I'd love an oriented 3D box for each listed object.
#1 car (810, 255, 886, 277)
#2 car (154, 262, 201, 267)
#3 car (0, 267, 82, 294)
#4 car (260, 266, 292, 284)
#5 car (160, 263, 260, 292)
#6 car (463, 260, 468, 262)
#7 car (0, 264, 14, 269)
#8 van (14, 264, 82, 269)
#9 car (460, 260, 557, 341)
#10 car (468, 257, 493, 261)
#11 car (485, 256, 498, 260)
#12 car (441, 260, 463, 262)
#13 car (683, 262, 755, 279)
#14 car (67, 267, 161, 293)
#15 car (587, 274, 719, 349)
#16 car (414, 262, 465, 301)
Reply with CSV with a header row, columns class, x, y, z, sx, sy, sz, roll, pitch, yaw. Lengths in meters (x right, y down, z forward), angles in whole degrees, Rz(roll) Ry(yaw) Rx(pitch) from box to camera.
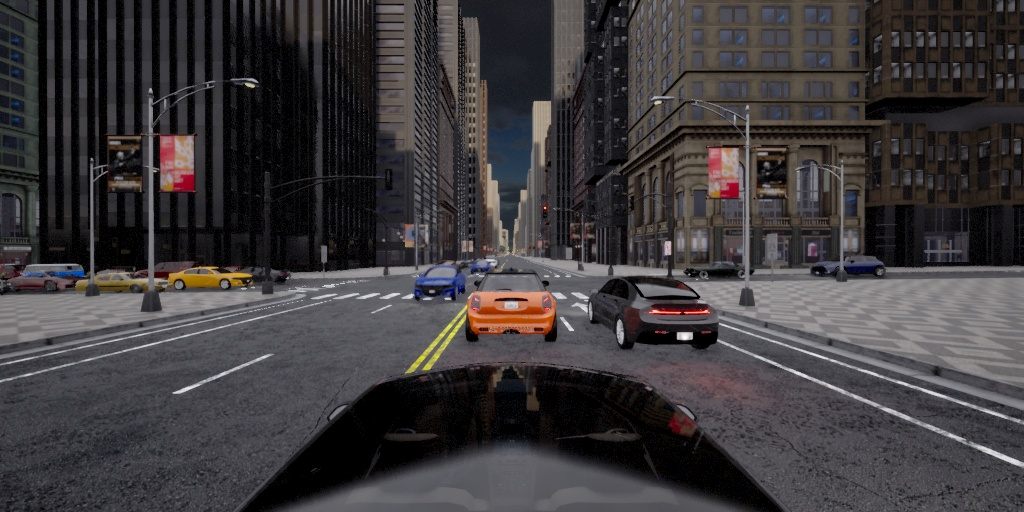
class,x,y,z,sx,sy,sz,roll,pitch,yaw
car,26.192,0.717,28.097,4.553,1.767,2.097,-1,0,0
car,-29.133,1.418,30.715,5.009,1.841,2.192,0,0,0
car,-31.913,1.730,24.841,4.181,1.385,1.994,-1,0,0
car,-19.899,1.498,27.949,4.892,1.490,1.837,0,1,0
car,-20.785,1.491,24.843,5.008,1.535,1.882,-1,0,0
car,-6.726,1.289,53.811,1.994,1.385,4.181,0,0,0
car,-44.394,1.625,30.727,5.009,1.841,2.192,0,0,0
van,-39.307,1.582,30.723,3.998,1.789,1.690,0,0,0
car,-0.008,1.101,10.003,2.097,1.767,4.553,0,0,0
car,-3.447,1.214,39.950,1.882,1.535,5.008,0,0,0
car,-3.481,0.945,56.366,2.150,2.045,5.566,0,0,0
car,-6.889,1.216,38.125,1.882,1.535,5.008,0,0,3
car,16.088,1.102,28.086,4.718,1.301,1.895,-1,0,0
car,-23.883,1.595,22.183,4.829,1.417,1.751,0,0,0
car,3.234,1.254,9.143,1.837,1.490,4.892,0,0,0
car,-3.391,1.226,17.664,1.882,1.535,5.008,0,0,0
